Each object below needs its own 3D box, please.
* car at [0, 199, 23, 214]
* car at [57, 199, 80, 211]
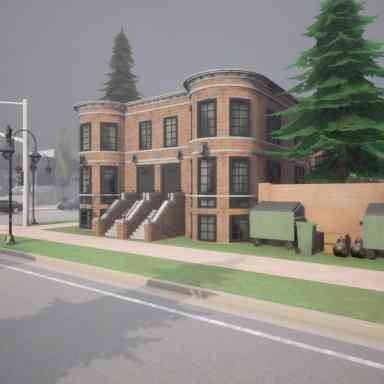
[{"bbox_3d":[-19.580,1.505,33.504,1.837,1.490,4.892,0,0,35],"label":"car"},{"bbox_3d":[-14.466,1.564,41.117,1.994,1.385,4.181,0,0,32],"label":"car"}]
